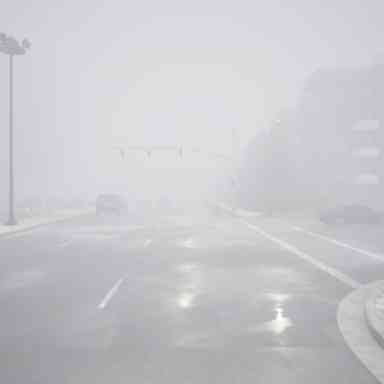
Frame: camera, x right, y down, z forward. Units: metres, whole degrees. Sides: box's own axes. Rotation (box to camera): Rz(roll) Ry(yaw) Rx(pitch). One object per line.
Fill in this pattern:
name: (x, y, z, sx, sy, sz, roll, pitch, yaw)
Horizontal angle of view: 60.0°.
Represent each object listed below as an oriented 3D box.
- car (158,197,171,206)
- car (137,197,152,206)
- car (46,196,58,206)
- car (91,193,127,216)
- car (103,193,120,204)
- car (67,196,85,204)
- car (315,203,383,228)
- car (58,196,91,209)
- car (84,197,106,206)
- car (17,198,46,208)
car: (-4.625, 1.512, 55.518, 2.128, 1.511, 4.902, 0, 0, 0)
car: (-8.138, 1.546, 56.605, 1.812, 1.442, 4.674, 0, 0, 0)
car: (-23.271, 1.526, 56.737, 1.837, 1.490, 4.892, 0, 0, 1)
car: (-7.815, 1.233, 32.570, 2.150, 2.045, 5.566, 0, 0, -2)
car: (-16.216, 1.248, 67.613, 2.150, 2.045, 5.566, 0, 0, 0)
car: (-23.217, 1.502, 66.979, 1.882, 1.535, 5.008, 0, 0, 0)
car: (10.614, 1.513, 21.691, 4.892, 1.490, 1.837, 0, -1, -2)
car: (-16.263, 1.508, 46.254, 2.128, 1.511, 4.902, 0, 0, 0)
car: (-16.282, 1.568, 56.193, 2.033, 1.411, 5.357, 0, 0, 1)
car: (-23.255, 1.581, 47.745, 1.994, 1.385, 4.181, 0, 0, 0)
